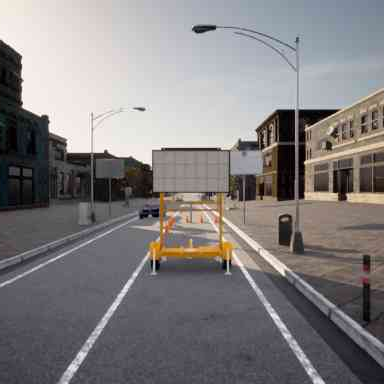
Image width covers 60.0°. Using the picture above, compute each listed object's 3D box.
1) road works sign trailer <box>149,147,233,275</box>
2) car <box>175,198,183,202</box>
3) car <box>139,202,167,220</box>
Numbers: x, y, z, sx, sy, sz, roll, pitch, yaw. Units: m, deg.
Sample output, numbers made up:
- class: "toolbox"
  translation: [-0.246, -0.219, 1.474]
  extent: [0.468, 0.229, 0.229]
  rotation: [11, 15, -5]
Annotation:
- class: "road works sign trailer"
  translation: [-0.029, 0.431, 10.329]
  extent: [2.380, 3.560, 2.880]
  rotation: [0, 0, 0]
- class: "car"
  translation: [-3.252, 2.166, 86.963]
  extent: [1.994, 1.385, 4.181]
  rotation: [0, -1, 0]
- class: "car"
  translation: [-3.179, 1.532, 27.526]
  extent: [1.895, 1.301, 4.718]
  rotation: [0, 0, 0]
